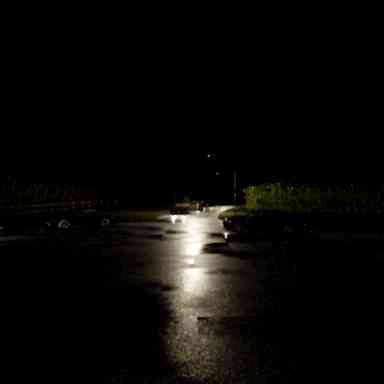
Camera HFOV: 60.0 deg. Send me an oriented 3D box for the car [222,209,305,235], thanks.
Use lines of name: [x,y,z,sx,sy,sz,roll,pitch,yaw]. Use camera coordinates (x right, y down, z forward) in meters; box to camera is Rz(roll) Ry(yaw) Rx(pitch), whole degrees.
car: [4.339,1.785,20.370,4.902,1.511,2.128,0,-1,4]

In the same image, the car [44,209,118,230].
car: [-7.757,1.859,23.430,4.718,1.301,1.895,1,-1,-40]

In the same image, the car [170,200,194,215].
car: [-1.335,2.080,40.503,1.994,1.385,4.181,0,-1,7]

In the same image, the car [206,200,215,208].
car: [3.398,2.403,66.325,1.812,1.442,4.674,0,-1,14]

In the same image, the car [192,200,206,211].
car: [0.449,2.031,52.644,2.097,1.767,4.553,0,-1,11]

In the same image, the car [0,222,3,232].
car: [-12.715,1.643,17.754,4.892,1.490,1.837,0,-1,3]
